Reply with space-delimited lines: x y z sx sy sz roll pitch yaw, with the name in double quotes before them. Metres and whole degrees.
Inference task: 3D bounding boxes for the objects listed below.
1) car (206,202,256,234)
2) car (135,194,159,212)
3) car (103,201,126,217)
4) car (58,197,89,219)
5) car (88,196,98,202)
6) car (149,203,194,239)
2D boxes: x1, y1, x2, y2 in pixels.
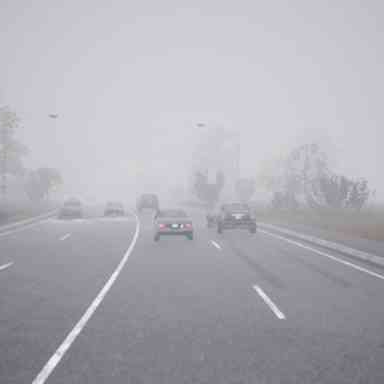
"car" 2.130 1.326 19.309 2.097 1.767 4.553 0 0 -7
"car" -5.147 1.186 37.944 2.150 2.045 5.566 0 0 -15
"car" -7.262 1.521 31.208 2.033 1.411 5.357 0 0 -13
"car" -10.428 1.484 29.139 1.837 1.490 4.892 0 0 -12
"car" -21.056 1.484 69.601 1.994 1.385 4.181 0 0 -25
"car" -1.062 1.529 17.133 2.033 1.411 5.357 0 0 -7
